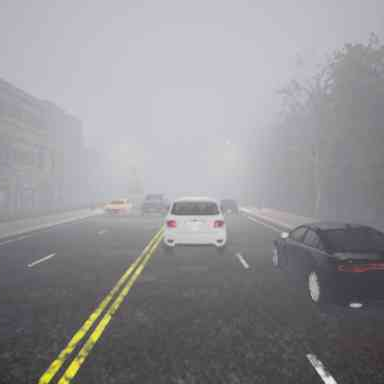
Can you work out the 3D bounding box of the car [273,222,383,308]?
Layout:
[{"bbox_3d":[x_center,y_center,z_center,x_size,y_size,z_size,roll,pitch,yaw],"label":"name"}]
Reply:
[{"bbox_3d":[3.349,1.452,7.980,1.882,1.535,5.008,0,0,0],"label":"car"}]

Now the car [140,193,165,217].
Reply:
[{"bbox_3d":[-3.343,1.120,30.385,2.150,2.045,5.566,0,0,0],"label":"car"}]

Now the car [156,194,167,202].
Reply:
[{"bbox_3d":[-6.499,1.198,71.253,1.882,1.535,5.008,0,0,0],"label":"car"}]

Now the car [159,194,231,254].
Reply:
[{"bbox_3d":[0.102,1.180,13.418,2.150,2.045,5.566,0,1,0],"label":"car"}]

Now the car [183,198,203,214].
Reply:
[{"bbox_3d":[0.099,1.430,35.480,2.033,1.411,5.357,0,0,0],"label":"car"}]

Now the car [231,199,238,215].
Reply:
[{"bbox_3d":[3.351,1.400,32.281,1.837,1.490,4.892,0,1,0],"label":"car"}]

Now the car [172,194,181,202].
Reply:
[{"bbox_3d":[-3.249,1.244,71.254,1.812,1.442,4.674,0,0,0],"label":"car"}]

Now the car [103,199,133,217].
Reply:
[{"bbox_3d":[-6.592,1.378,30.099,1.882,1.535,5.008,0,0,0],"label":"car"}]
